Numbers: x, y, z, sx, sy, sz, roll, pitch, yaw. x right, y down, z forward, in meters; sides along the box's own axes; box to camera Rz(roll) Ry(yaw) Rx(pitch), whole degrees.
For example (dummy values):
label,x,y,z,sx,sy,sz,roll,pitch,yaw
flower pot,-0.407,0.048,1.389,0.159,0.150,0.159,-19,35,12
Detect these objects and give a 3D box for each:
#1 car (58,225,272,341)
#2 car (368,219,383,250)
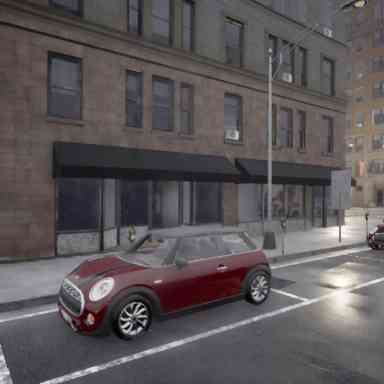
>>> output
label,x,y,z,sx,sy,sz,roll,pitch,yaw
car,-0.395,1.440,6.466,4.097,1.590,1.967,0,0,-35
car,8.563,1.443,12.825,4.097,1.590,1.967,0,0,-35
